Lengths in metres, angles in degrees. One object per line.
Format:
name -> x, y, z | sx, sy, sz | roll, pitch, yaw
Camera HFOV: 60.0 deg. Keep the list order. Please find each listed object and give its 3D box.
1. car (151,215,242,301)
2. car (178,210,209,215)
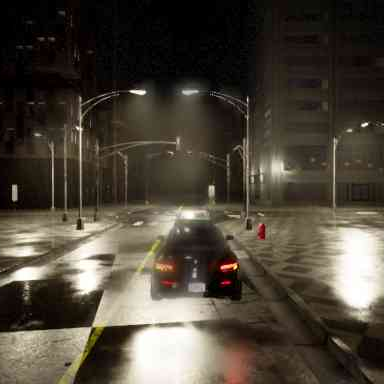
car -> 0.086, 1.523, 8.186 | 1.812, 1.442, 4.674 | 0, 0, 0
car -> 0.076, 1.593, 17.211 | 1.895, 1.301, 4.718 | 0, 0, 0
